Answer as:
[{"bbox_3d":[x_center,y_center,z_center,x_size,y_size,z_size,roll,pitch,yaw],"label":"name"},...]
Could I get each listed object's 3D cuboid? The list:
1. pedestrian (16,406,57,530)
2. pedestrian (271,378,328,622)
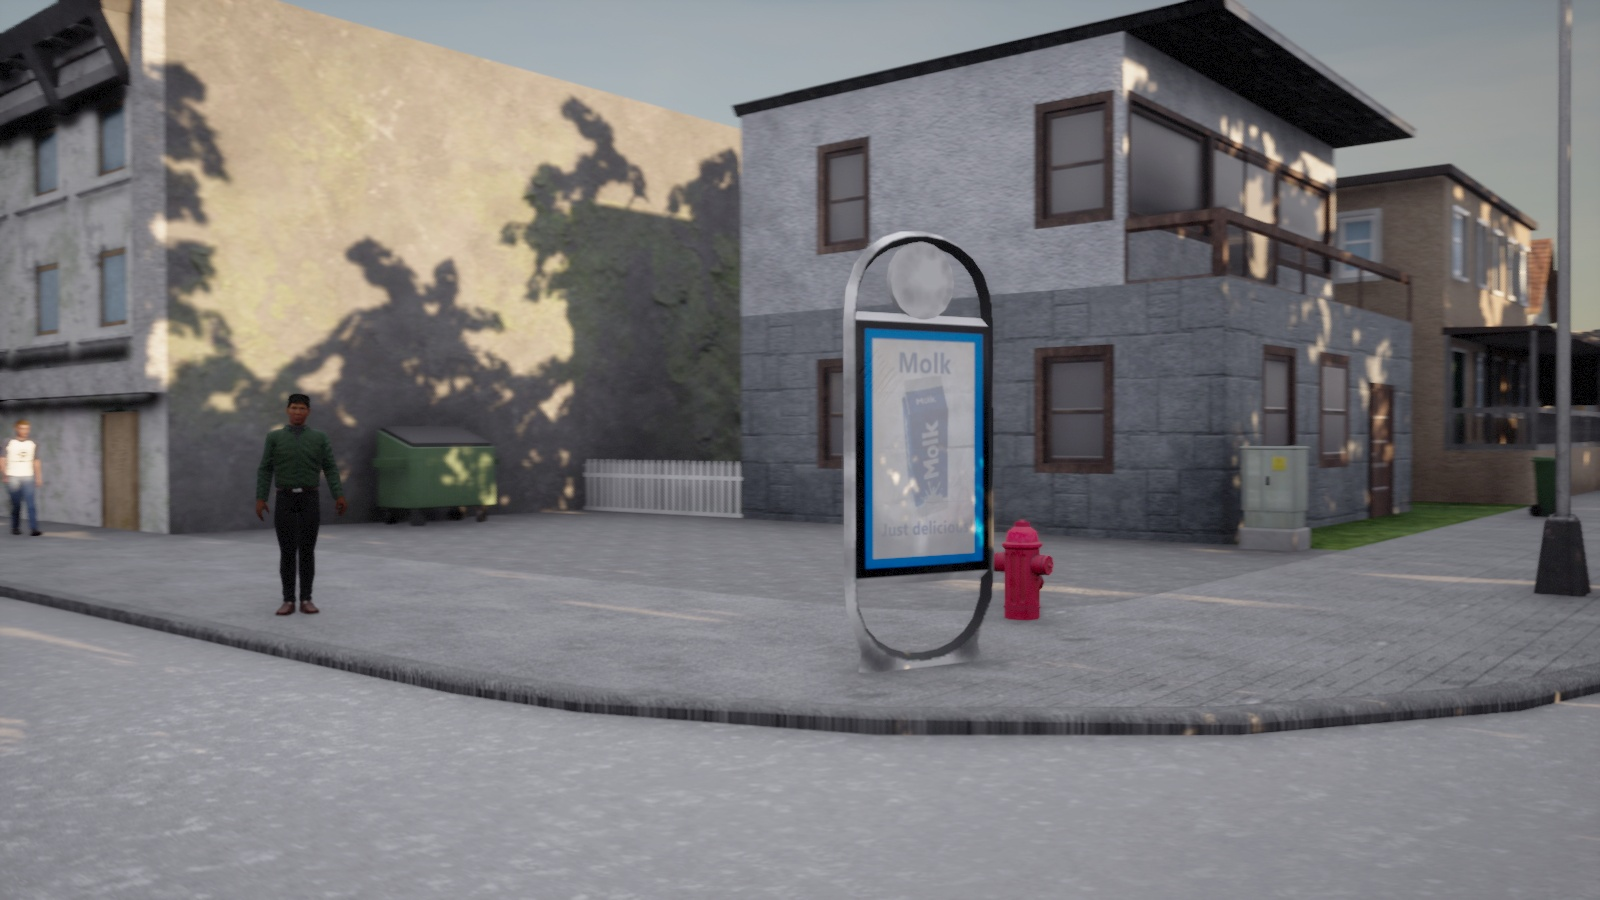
[{"bbox_3d":[-11.473,0.262,18.859,0.706,1.836,0.354,1,1,44],"label":"pedestrian"},{"bbox_3d":[-4.163,0.396,10.463,0.423,1.949,0.788,0,1,-21],"label":"pedestrian"}]
